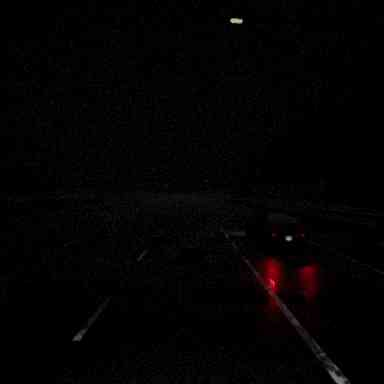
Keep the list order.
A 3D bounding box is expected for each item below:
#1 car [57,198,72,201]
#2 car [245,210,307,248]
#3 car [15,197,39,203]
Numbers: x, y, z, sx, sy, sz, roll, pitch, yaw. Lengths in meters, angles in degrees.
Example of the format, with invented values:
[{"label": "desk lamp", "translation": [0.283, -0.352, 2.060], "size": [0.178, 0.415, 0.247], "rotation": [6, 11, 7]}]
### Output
[{"label": "car", "translation": [-17.539, 1.480, 45.932], "size": [1.994, 1.385, 4.181], "rotation": [0, 0, 1]}, {"label": "car", "translation": [3.524, 1.497, 14.434], "size": [1.812, 1.442, 4.674], "rotation": [0, 0, 0]}, {"label": "car", "translation": [-24.503, 1.440, 49.657], "size": [1.812, 1.442, 4.674], "rotation": [0, 0, 0]}]
